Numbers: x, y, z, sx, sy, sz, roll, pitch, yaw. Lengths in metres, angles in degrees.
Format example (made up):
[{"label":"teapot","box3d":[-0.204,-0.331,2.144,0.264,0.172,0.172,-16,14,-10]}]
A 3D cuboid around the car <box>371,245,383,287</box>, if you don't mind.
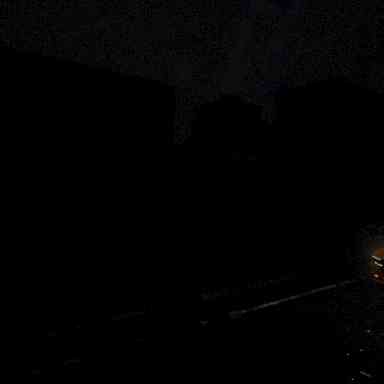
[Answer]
[{"label":"car","box3d":[6.358,1.483,8.223,5.008,1.535,1.882,0,0,-36]}]
